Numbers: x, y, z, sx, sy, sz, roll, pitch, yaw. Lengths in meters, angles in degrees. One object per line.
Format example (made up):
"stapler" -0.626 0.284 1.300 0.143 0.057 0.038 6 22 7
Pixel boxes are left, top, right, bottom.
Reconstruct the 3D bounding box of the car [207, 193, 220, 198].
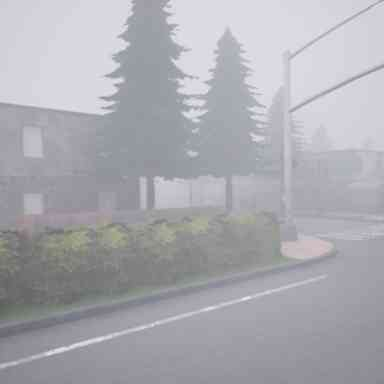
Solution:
"car" 6.013 0.951 90.992 1.895 1.301 4.718 0 1 32
